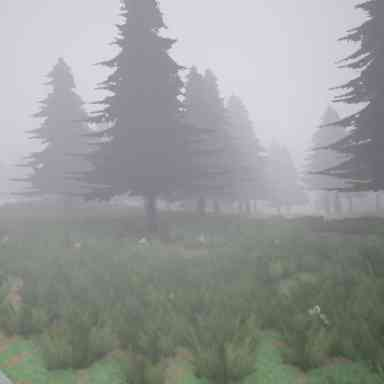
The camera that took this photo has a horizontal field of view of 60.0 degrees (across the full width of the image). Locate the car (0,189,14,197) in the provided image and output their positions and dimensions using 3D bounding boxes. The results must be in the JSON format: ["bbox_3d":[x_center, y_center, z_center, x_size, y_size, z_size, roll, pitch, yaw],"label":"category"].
[{"bbox_3d":[-31.289,0.297,55.397,4.674,1.442,1.812,-3,-2,34],"label":"car"}]

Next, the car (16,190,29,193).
[{"bbox_3d":[-22.145,0.220,44.287,1.837,1.490,4.892,-2,2,-30],"label":"car"}]
